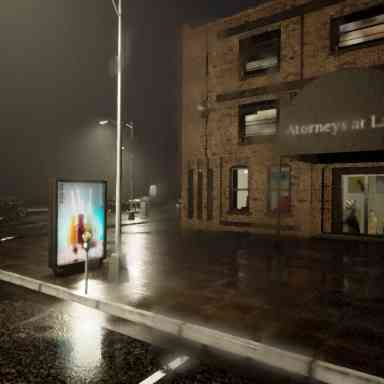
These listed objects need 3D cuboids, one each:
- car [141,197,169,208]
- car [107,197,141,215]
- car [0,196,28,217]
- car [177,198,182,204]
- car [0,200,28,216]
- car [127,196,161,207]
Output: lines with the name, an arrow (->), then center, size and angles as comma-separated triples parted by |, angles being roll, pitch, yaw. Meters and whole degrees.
car -> -5.148, 1.315, 42.127 | 2.033, 1.411, 5.357 | 1, 1, 36
car -> -7.672, 1.372, 32.787 | 1.837, 1.490, 4.892 | 1, 1, 36
car -> -16.000, 1.232, 27.128 | 2.097, 1.767, 4.553 | 1, 1, 35
car -> -0.410, 1.181, 54.074 | 1.812, 1.442, 4.674 | 1, 1, 37
car -> -17.740, 1.430, 30.340 | 1.895, 1.301, 4.718 | 1, 1, 33
car -> -6.521, 1.315, 45.748 | 1.895, 1.301, 4.718 | 1, 1, 36
